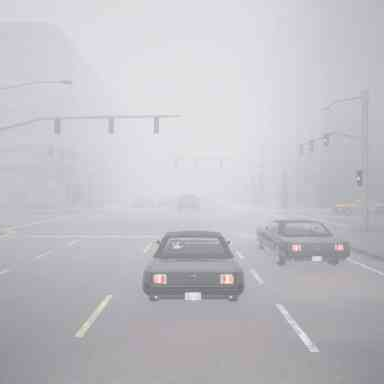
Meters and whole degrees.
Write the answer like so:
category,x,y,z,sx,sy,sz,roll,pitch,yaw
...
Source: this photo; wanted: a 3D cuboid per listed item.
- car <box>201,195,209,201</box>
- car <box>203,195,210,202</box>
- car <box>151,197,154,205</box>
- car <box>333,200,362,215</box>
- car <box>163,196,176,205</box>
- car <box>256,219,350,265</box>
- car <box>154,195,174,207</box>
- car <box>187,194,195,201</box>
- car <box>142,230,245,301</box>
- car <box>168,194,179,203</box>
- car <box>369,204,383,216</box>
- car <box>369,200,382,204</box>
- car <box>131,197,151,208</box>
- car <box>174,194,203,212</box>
category,x,y,z,sx,sy,sz,roll,pitch,yaw
car,3.318,1.552,87.362,1.994,1.385,4.181,0,0,1
car,3.227,1.595,77.387,1.895,1.301,4.718,0,0,1
car,-7.533,1.547,58.398,2.033,1.411,5.357,0,0,0
car,17.179,1.533,34.261,5.008,1.535,1.882,0,0,0
car,-4.001,1.505,60.083,1.837,1.490,4.892,0,0,1
car,3.539,1.601,11.634,1.895,1.301,4.718,0,0,0
car,-4.079,1.547,50.240,2.033,1.411,5.357,0,0,0
car,-0.183,1.355,87.230,2.097,1.767,4.553,0,0,1
car,0.036,1.601,8.246,1.895,1.301,4.718,0,0,0
car,-3.841,1.355,70.054,2.097,1.767,4.553,0,0,1
car,3.592,1.221,1.882,2.150,2.045,5.566,0,0,0
car,19.245,1.547,30.761,4.902,1.511,2.128,0,0,0
car,-7.560,1.505,47.830,1.837,1.490,4.892,0,0,0
car,-0.346,1.234,39.450,2.150,2.045,5.566,1,1,7
